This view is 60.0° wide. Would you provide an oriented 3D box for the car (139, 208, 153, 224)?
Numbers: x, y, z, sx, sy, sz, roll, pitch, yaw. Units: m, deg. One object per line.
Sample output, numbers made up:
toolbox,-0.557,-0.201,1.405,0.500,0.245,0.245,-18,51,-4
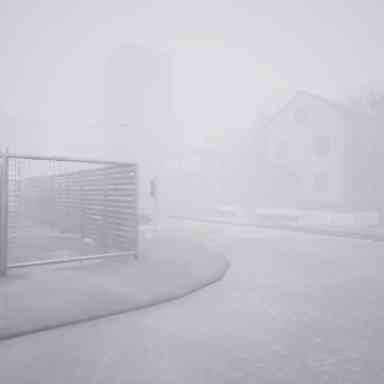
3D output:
car,-4.983,1.635,25.306,2.033,1.411,5.357,1,0,-35
